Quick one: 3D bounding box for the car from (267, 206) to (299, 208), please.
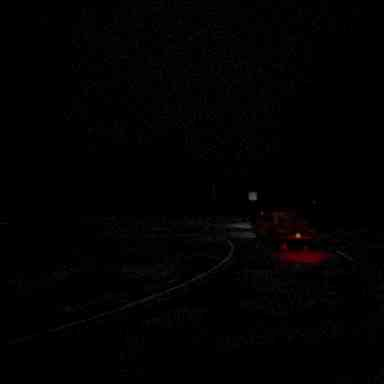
[{"bbox_3d":[5.987,1.765,23.395,2.097,1.767,4.553,0,-1,-19],"label":"car"}]

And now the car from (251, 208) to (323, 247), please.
[{"bbox_3d":[4.534,1.774,16.791,1.882,1.535,5.008,0,-1,-1],"label":"car"}]
